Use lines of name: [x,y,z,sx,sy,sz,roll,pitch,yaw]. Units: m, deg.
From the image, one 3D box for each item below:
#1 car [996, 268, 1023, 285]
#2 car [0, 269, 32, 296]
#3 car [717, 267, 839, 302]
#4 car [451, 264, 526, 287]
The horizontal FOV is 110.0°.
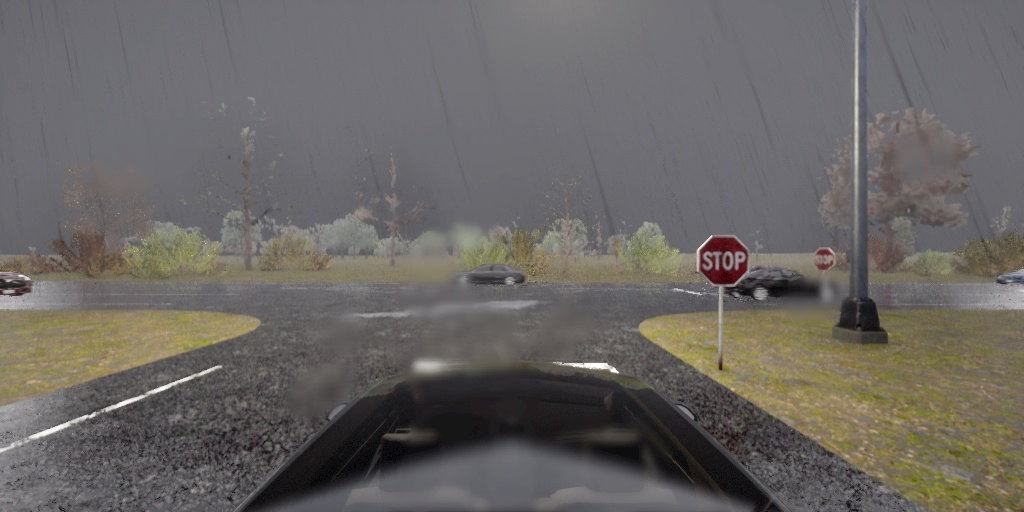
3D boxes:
car: [36.185,1.408,24.470,4.674,1.442,1.812,-1,0,-2]
car: [-24.459,0.984,15.781,4.553,1.767,2.097,0,0,-2]
car: [12.368,1.262,16.769,5.008,1.535,1.882,0,0,-2]
car: [-1.532,1.272,23.418,4.892,1.490,1.837,0,0,-1]
